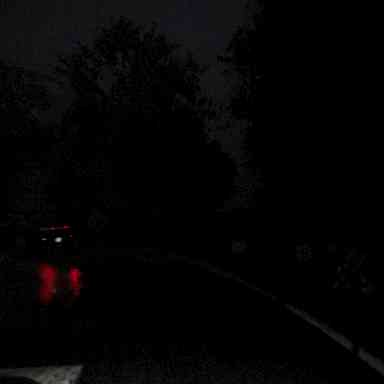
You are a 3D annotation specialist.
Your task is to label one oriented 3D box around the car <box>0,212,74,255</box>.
[{"bbox_3d":[-6.939,1.584,13.795,4.902,1.511,2.128,0,-1,35],"label":"car"}]
